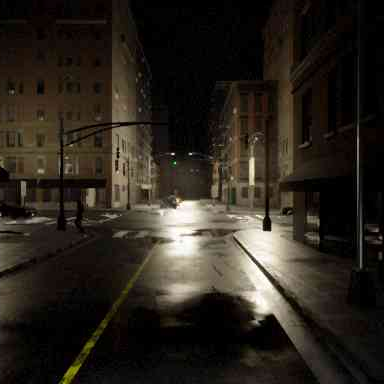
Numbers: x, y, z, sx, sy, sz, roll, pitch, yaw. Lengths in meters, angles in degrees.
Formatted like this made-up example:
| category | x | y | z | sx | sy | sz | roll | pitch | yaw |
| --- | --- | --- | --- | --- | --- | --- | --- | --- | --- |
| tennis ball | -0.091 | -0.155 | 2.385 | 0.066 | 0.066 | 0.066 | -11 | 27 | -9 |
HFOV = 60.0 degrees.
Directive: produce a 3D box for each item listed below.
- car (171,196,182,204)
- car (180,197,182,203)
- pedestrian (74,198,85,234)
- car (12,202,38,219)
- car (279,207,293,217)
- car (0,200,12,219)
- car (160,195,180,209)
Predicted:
| category | x | y | z | sx | sy | sz | roll | pitch | yaw |
| --- | --- | --- | --- | --- | --- | --- | --- | --- | --- |
| car | -2.972 | 1.568 | 65.932 | 1.895 | 1.301 | 4.718 | 0 | 0 | 1 |
| car | -3.061 | 1.327 | 53.603 | 2.097 | 1.767 | 4.553 | 0 | 0 | 0 |
| pedestrian | -5.533 | 1.139 | 16.472 | 0.375 | 1.860 | 0.375 | 0 | 0 | 0 |
| car | -15.019 | 1.327 | 26.030 | 5.357 | 1.411 | 2.033 | 1 | 0 | 4 |
| car | 10.977 | 1.794 | 32.619 | 4.718 | 1.301 | 1.895 | 1 | 0 | 0 |
| car | -15.445 | 1.279 | 22.757 | 4.892 | 1.490 | 1.837 | 1 | 0 | 0 |
| car | -3.050 | 1.334 | 43.962 | 2.097 | 1.767 | 4.553 | 0 | 0 | -1 |
